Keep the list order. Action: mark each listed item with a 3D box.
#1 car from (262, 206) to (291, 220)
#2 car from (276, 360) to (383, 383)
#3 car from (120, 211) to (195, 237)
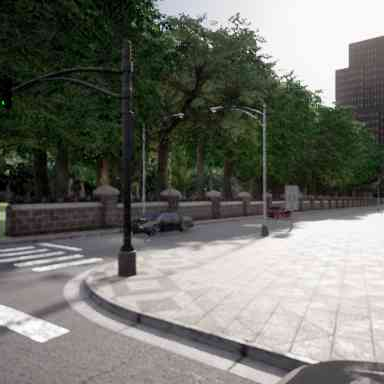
[{"bbox_3d":[9.480,2.253,36.985,1.882,1.535,5.008,0,-1,35],"label":"car"},{"bbox_3d":[2.313,1.550,1.314,4.403,1.369,2.008,0,0,36],"label":"car"},{"bbox_3d":[-1.936,1.912,20.842,2.033,1.411,5.357,0,-1,35],"label":"car"}]
